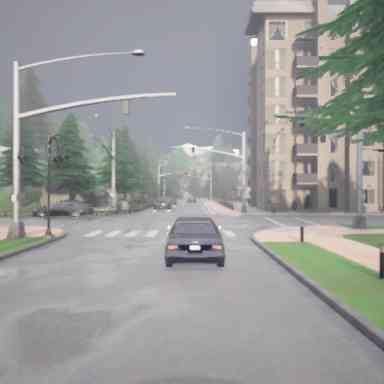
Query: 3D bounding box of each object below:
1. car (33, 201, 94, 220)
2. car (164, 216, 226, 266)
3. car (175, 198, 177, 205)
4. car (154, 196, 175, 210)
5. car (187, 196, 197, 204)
[{"bbox_3d":[-10.706,1.494,27.777,4.902,1.511,2.128,0,0,3],"label":"car"},{"bbox_3d":[0.081,1.543,11.441,2.033,1.411,5.357,0,0,0],"label":"car"},{"bbox_3d":[-3.624,1.569,57.672,1.994,1.385,4.181,0,0,1],"label":"car"},{"bbox_3d":[-3.764,1.364,43.521,2.097,1.767,4.553,0,0,1],"label":"car"},{"bbox_3d":[-0.016,1.550,65.508,2.033,1.411,5.357,0,0,0],"label":"car"}]
